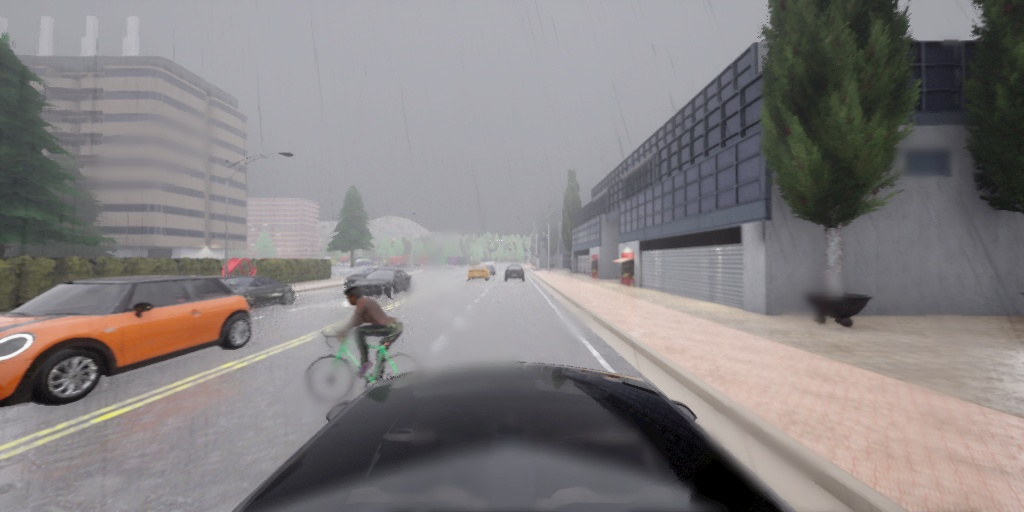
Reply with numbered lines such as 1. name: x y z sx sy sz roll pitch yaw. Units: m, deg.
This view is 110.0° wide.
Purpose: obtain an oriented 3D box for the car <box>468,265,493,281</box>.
1. car: -3.247 1.650 35.816 1.882 1.535 5.008 0 -1 0

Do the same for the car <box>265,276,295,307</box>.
1. car: -10.544 1.466 14.096 1.994 1.385 4.181 0 -1 0

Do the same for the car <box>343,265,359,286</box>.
1. car: -10.459 1.605 26.644 2.033 1.411 5.357 0 -1 0

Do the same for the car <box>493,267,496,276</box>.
1. car: -3.196 1.876 47.044 1.994 1.385 4.181 0 -1 0

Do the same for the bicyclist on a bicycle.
1. bicyclist on a bicycle: -2.029 1.242 4.975 1.656 1.620 0.582 -1 -1 0

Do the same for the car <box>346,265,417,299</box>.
1. car: -7.010 1.453 19.969 1.882 1.535 5.008 0 -1 0

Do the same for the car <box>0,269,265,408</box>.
1. car: -7.084 1.158 6.377 2.097 1.767 4.553 0 -1 0

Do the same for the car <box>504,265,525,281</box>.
1. car: 0.253 1.644 35.290 1.882 1.535 5.008 0 -1 0
